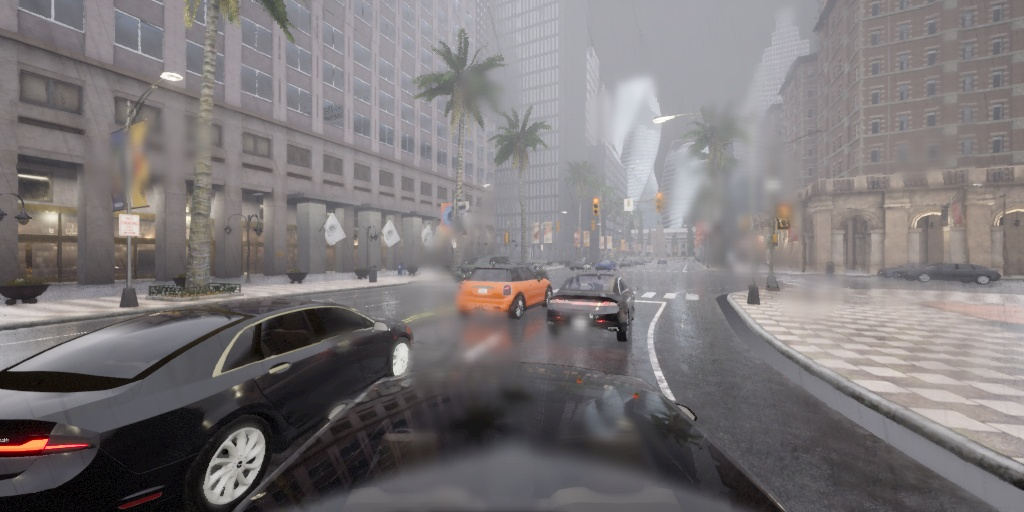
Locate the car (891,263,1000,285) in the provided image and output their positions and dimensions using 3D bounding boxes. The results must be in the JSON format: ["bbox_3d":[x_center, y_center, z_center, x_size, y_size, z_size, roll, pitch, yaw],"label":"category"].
[{"bbox_3d":[31.661,1.255,26.183,4.892,1.490,1.837,0,0,25],"label":"car"}]

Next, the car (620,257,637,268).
[{"bbox_3d":[19.206,1.255,60.169,1.837,1.490,4.892,0,0,27],"label":"car"}]

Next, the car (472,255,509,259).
[{"bbox_3d":[-1.913,0.971,26.008,2.150,2.045,5.566,0,0,27],"label":"car"}]

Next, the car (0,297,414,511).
[{"bbox_3d":[-2.841,1.255,4.329,1.837,1.490,4.892,0,0,8],"label":"car"}]

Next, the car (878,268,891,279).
[{"bbox_3d":[33.036,1.314,29.406,4.181,1.385,1.994,0,0,27],"label":"car"}]

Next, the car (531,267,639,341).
[{"bbox_3d":[2.374,1.242,9.999,2.128,1.511,4.902,0,0,22],"label":"car"}]

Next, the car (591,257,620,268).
[{"bbox_3d":[12.029,1.227,45.956,1.882,1.535,5.008,0,0,27],"label":"car"}]

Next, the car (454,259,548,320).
[{"bbox_3d":[-0.051,1.102,13.028,2.097,1.767,4.553,0,0,23],"label":"car"}]

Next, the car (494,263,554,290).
[{"bbox_3d":[0.920,1.241,23.852,2.128,1.511,4.902,0,0,27],"label":"car"}]

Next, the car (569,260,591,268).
[{"bbox_3d":[9.274,1.298,48.270,2.033,1.411,5.357,0,0,27],"label":"car"}]
